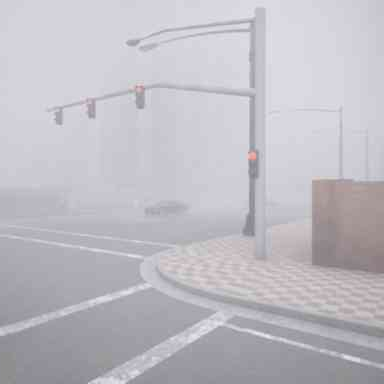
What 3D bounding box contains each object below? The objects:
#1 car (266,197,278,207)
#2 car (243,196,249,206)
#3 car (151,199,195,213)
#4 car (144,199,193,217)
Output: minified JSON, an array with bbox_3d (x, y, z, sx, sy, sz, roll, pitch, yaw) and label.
[{"bbox_3d":[11.371,1.553,50.197,1.994,1.385,4.181,0,0,36],"label":"car"},{"bbox_3d":[10.569,1.194,55.019,2.150,2.045,5.566,0,0,36],"label":"car"},{"bbox_3d":[-2.081,1.534,37.617,2.033,1.411,5.357,0,0,36],"label":"car"},{"bbox_3d":[-2.388,1.466,31.202,1.882,1.535,5.008,0,0,36],"label":"car"}]
